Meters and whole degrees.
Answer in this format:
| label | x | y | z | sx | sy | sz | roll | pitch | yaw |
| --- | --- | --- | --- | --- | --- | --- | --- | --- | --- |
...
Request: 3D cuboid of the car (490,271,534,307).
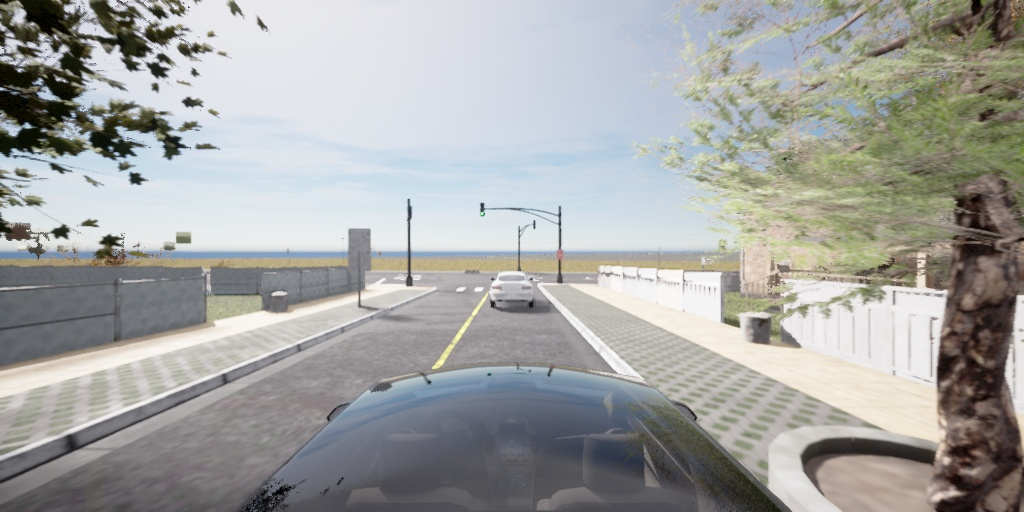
| label | x | y | z | sx | sy | sz | roll | pitch | yaw |
| --- | --- | --- | --- | --- | --- | --- | --- | --- | --- |
| car | -0.001 | 1.407 | 16.216 | 1.812 | 1.442 | 4.674 | 0 | 0 | 0 |
